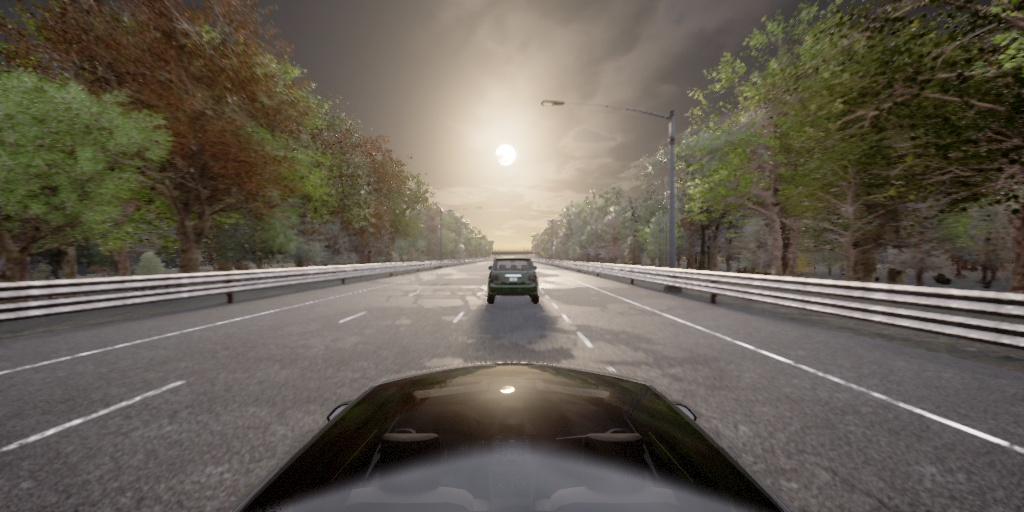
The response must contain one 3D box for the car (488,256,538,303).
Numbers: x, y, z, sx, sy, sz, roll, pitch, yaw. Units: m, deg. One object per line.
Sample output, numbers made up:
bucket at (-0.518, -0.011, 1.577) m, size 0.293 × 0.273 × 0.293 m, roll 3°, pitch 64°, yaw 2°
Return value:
car at (0.039, 1.046, 17.095) m, size 2.150 × 2.045 × 5.566 m, roll 0°, pitch 0°, yaw 0°
